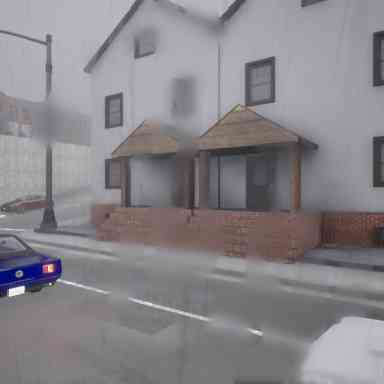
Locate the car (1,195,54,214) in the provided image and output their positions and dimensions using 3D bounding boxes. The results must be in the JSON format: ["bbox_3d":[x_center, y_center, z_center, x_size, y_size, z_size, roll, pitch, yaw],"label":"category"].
[{"bbox_3d":[-14.385,0.973,29.266,1.994,1.385,4.181,0,7,35],"label":"car"}]

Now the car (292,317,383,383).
[{"bbox_3d":[2.984,1.601,1.853,4.718,1.301,1.895,0,0,36],"label":"car"}]

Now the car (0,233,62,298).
[{"bbox_3d":[-5.131,1.601,7.632,4.718,1.301,1.895,0,0,36],"label":"car"}]
